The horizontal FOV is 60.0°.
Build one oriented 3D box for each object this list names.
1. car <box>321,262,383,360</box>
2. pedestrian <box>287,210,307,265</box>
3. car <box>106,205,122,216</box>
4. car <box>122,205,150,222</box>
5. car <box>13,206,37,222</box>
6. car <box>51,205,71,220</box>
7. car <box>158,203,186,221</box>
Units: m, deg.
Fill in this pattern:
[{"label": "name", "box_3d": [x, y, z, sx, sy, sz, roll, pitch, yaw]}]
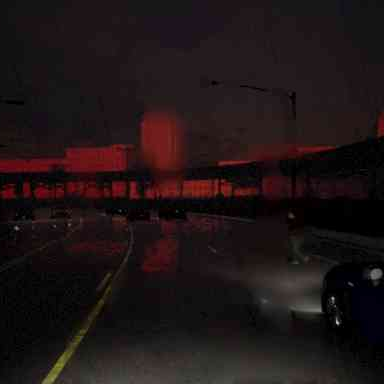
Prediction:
[{"label": "car", "box_3d": [3.360, 1.366, 3.964, 2.097, 1.767, 4.553, 0, 0, -3]}, {"label": "pedestrian", "box_3d": [3.288, 1.373, 10.547, 0.375, 1.860, 0.375, -1, 0, -6]}, {"label": "car", "box_3d": [-10.097, 2.444, 44.304, 1.994, 1.385, 4.181, 0, -1, -27]}, {"label": "car", "box_3d": [-5.486, 2.081, 33.281, 1.882, 1.535, 5.008, 0, -1, -18]}, {"label": "car", "box_3d": [-17.372, 2.251, 34.752, 1.812, 1.442, 4.674, 0, -2, -22]}, {"label": "car", "box_3d": [-14.921, 2.258, 37.900, 1.882, 1.535, 5.008, 0, -2, -24]}, {"label": "car", "box_3d": [-2.149, 1.959, 34.334, 2.097, 1.767, 4.553, 0, -1, -18]}]
